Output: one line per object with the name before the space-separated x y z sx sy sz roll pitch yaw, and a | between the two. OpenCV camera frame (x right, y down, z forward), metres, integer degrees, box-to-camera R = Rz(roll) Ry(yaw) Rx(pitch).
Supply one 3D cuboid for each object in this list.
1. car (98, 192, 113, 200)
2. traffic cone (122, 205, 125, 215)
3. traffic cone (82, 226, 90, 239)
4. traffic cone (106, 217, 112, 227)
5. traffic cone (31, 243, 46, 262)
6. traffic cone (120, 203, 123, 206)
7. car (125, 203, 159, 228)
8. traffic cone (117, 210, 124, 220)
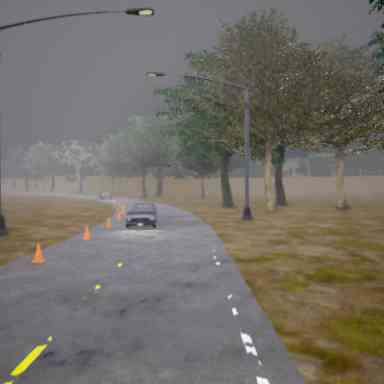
car | -16.352 0.741 62.722 1.812 1.442 4.674 -2 2 -29
traffic cone | -6.227 1.739 30.144 0.340 0.580 0.340 -1 1 -9
traffic cone | -4.930 1.885 15.607 0.340 0.580 0.340 0 0 -1
traffic cone | -5.123 1.846 20.472 0.340 0.580 0.340 0 1 -4
traffic cone | -4.900 1.918 10.629 0.340 0.580 0.340 0 0 0
traffic cone | -7.136 1.671 34.926 0.340 0.580 0.340 -1 1 -12
car | -3.080 1.423 21.295 2.033 1.411 5.357 0 1 -4
traffic cone | -5.556 1.797 25.321 0.340 0.580 0.340 0 1 -6
